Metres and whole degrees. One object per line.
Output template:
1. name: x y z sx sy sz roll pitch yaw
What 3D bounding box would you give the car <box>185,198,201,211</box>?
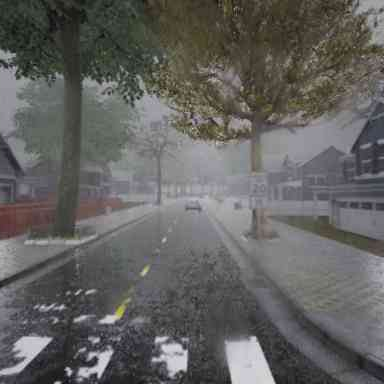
1. car: 0.135 1.668 41.985 1.994 1.385 4.181 0 0 0

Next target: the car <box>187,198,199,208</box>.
1. car: 0.170 1.655 52.034 1.812 1.442 4.674 0 0 0
